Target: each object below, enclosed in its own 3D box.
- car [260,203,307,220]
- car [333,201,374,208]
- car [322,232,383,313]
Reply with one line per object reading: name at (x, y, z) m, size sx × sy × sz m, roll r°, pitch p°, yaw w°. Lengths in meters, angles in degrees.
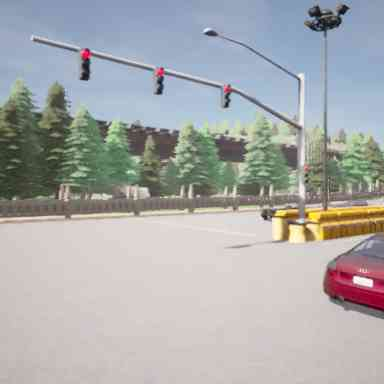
car at (7.651, 1.595, 26.609) m, size 4.718 × 1.301 × 1.895 m, roll 0°, pitch 0°, yaw -35°
car at (15.724, 1.539, 32.295) m, size 5.357 × 1.411 × 2.033 m, roll 0°, pitch 0°, yaw -36°
car at (4.677, 1.562, 7.082) m, size 4.181 × 1.385 × 1.994 m, roll 0°, pitch 0°, yaw -36°
